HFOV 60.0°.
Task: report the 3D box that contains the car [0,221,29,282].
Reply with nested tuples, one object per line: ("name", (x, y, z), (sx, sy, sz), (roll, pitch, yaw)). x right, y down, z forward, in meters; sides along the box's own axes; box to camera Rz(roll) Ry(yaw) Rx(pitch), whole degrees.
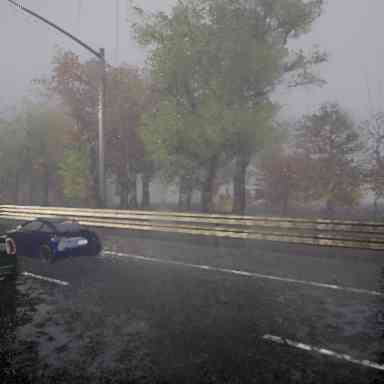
("car", (-6.543, 1.397, 8.659), (4.553, 1.767, 2.097), (0, 0, 36))

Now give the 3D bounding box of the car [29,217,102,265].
("car", (-5.185, 1.612, 11.991), (4.181, 1.385, 1.994), (0, 0, 36))
